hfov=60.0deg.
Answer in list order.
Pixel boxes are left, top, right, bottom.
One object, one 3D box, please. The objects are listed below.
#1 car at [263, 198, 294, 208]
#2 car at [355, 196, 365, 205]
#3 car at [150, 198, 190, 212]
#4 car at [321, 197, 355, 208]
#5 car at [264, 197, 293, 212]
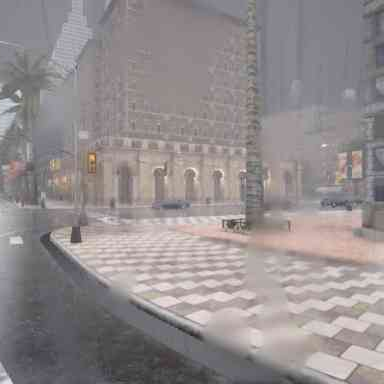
[{"bbox_3d":[12.563,1.564,48.146,4.181,1.385,1.994,0,0,-30],"label":"car"},{"bbox_3d":[27.929,1.542,57.044,4.892,1.490,1.837,0,0,-31],"label":"car"},{"bbox_3d":[-2.578,1.490,39.398,4.902,1.511,2.128,0,0,-28],"label":"car"},{"bbox_3d":[21.102,1.491,48.934,4.902,1.511,2.128,0,0,-30],"label":"car"},{"bbox_3d":[8.600,1.547,37.558,5.357,1.411,2.033,0,0,-30],"label":"car"}]
